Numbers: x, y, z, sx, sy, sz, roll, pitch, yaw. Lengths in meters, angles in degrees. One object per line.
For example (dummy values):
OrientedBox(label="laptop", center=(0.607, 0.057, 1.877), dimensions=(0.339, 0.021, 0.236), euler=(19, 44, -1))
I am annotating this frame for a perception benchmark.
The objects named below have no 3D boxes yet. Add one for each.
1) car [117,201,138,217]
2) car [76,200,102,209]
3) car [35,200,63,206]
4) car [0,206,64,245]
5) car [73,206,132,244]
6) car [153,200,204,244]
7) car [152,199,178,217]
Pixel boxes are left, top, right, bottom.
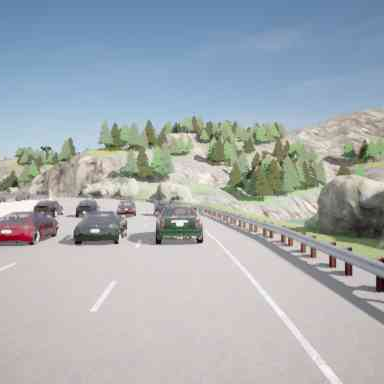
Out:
OrientedBox(label="car", center=(-6.183, 1.563, 31.638), dimensions=(2.033, 1.411, 5.357), euler=(0, 0, -10))
OrientedBox(label="car", center=(-9.634, 1.517, 31.055), dimensions=(1.837, 1.490, 4.892), euler=(0, 0, -10))
OrientedBox(label="car", center=(-13.085, 1.517, 30.472), dimensions=(1.837, 1.490, 4.892), euler=(0, 0, -10))
OrientedBox(label="car", center=(-7.664, 1.572, 15.453), dimensions=(1.994, 1.385, 4.181), euler=(0, 0, -5))
OrientedBox(label="car", center=(-4.176, 1.572, 15.747), dimensions=(1.994, 1.385, 4.181), euler=(0, 0, -5))
OrientedBox(label="car", center=(-0.686, 1.366, 16.010), dimensions=(2.097, 1.767, 4.553), euler=(0, 0, -5))
OrientedBox(label="car", center=(-2.732, 1.495, 32.221), dimensions=(2.128, 1.511, 4.902), euler=(0, 0, -10))
